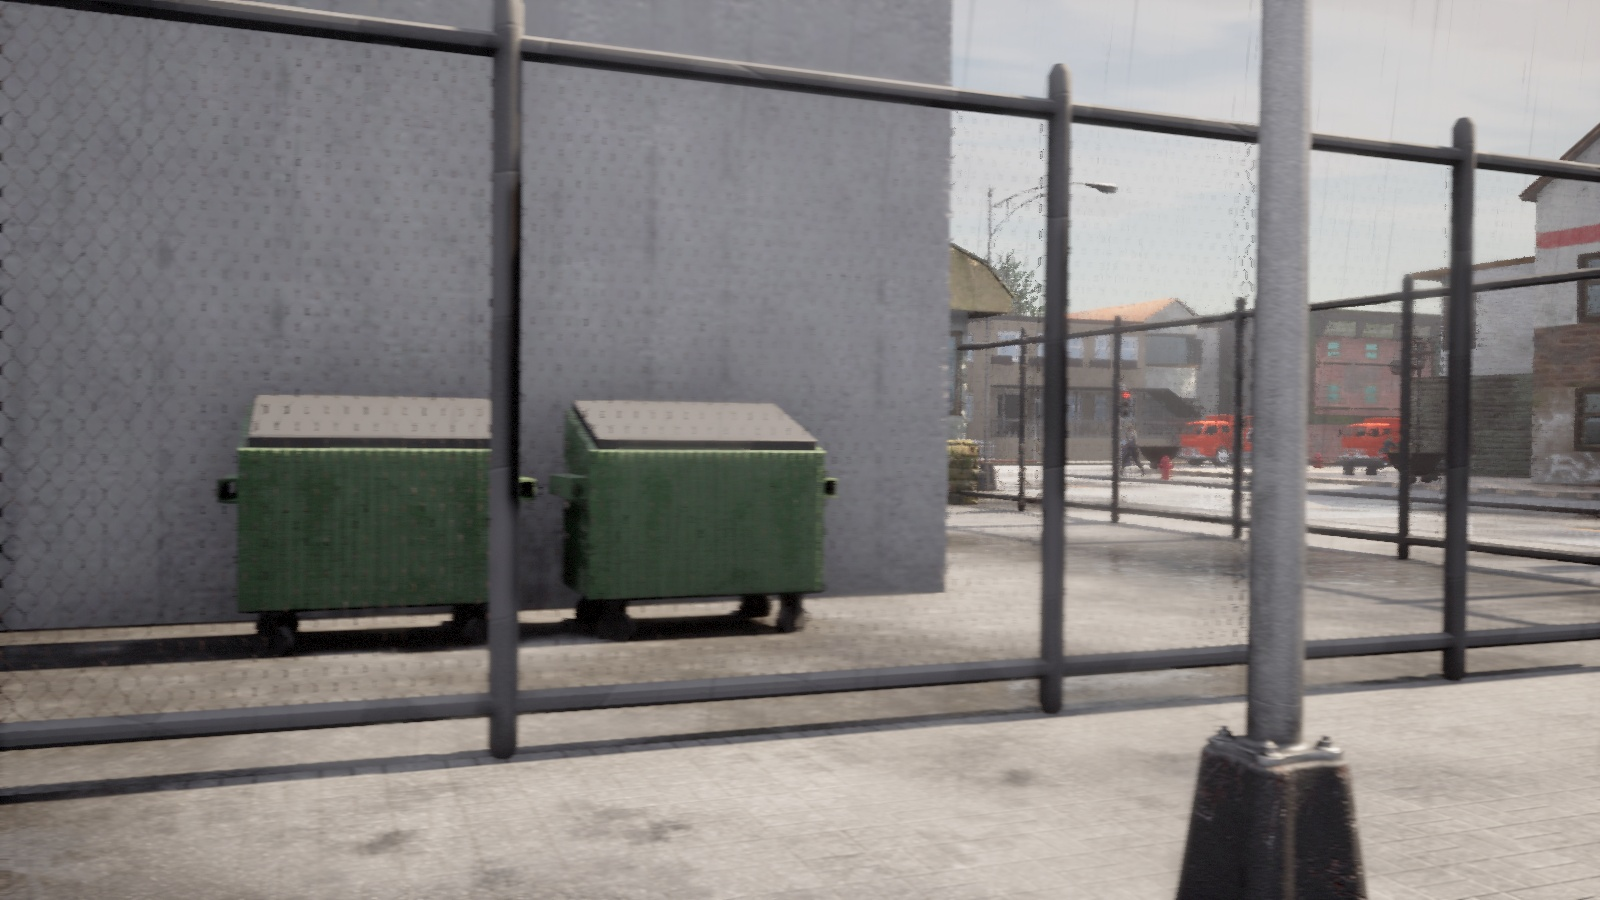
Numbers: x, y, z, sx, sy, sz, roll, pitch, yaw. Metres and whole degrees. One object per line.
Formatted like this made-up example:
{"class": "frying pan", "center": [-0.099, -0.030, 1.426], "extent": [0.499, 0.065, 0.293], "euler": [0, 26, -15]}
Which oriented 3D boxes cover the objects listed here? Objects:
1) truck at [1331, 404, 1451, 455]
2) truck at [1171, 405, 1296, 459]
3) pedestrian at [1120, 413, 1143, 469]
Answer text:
{"class": "truck", "center": [29.957, -1.049, 63.648], "extent": [5.204, 2.467, 2.627], "euler": [-1, 1, -21]}
{"class": "truck", "center": [20.747, -0.893, 60.159], "extent": [5.204, 2.467, 2.627], "euler": [-1, 1, -21]}
{"class": "pedestrian", "center": [11.003, -0.291, 41.720], "extent": [0.694, 1.848, 0.540], "euler": [0, 1, 11]}
